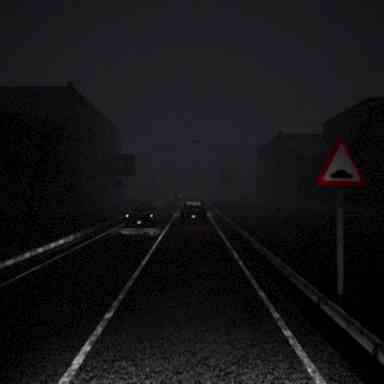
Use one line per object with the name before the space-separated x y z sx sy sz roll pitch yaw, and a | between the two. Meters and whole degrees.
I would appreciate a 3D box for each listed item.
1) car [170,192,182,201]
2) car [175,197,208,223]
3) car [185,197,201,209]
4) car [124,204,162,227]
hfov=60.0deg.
car | -3.002 0.836 63.050 2.097 1.767 4.553 0 1 1
car | 0.105 1.350 23.749 2.128 1.511 4.902 0 0 0
car | 0.115 1.314 41.534 1.895 1.301 4.718 0 1 0
car | -3.092 1.473 21.738 1.895 1.301 4.718 0 0 0
